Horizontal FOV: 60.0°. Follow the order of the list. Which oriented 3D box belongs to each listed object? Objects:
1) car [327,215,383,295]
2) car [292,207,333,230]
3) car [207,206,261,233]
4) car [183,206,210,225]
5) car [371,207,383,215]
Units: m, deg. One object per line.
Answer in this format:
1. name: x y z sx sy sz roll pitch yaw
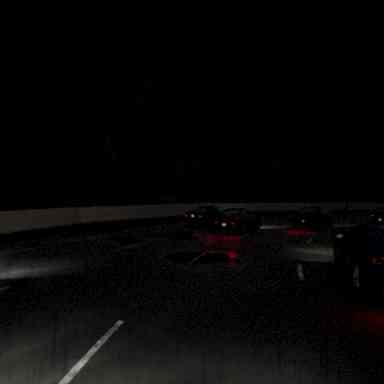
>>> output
1. car: 5.087 1.613 8.879 1.882 1.535 5.008 0 -1 14
2. car: 8.823 1.799 24.014 1.882 1.535 5.008 0 -1 36
3. car: 3.016 1.772 21.606 1.812 1.442 4.674 0 -1 29
4. car: 1.472 1.827 26.289 2.033 1.411 5.357 0 -1 34
5. car: 15.830 1.935 26.648 4.674 1.442 1.812 1 -1 -44
